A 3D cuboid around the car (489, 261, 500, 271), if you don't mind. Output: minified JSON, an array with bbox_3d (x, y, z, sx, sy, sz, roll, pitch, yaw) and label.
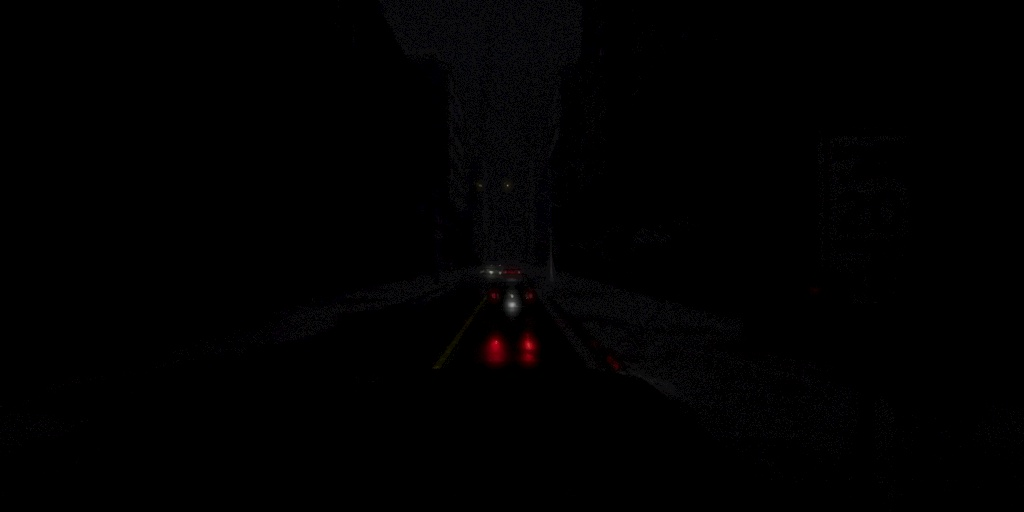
[{"bbox_3d":[-2.787,1.703,62.449,2.097,1.767,4.553,0,-1,1],"label":"car"}]

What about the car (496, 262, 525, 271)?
[{"bbox_3d":[0.029,1.525,30.363,2.128,1.511,4.902,0,0,0],"label":"car"}]

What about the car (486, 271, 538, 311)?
[{"bbox_3d":[0.022,1.483,15.106,1.895,1.301,4.718,0,-1,0],"label":"car"}]
